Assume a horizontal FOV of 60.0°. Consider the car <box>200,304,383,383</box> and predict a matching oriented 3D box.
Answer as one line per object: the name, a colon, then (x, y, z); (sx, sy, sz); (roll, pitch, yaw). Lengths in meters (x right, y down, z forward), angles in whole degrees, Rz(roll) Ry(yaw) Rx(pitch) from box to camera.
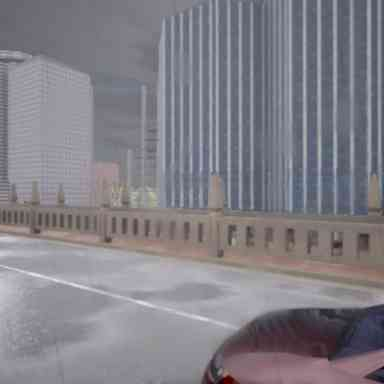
car: (2.108, 1.564, 2.489); (4.181, 1.385, 1.994); (0, 0, 35)
